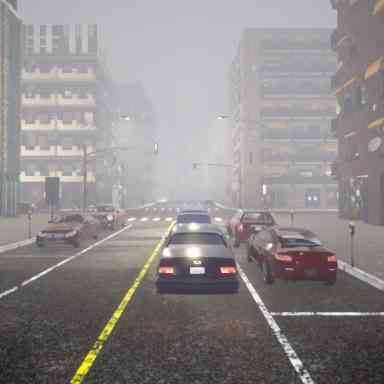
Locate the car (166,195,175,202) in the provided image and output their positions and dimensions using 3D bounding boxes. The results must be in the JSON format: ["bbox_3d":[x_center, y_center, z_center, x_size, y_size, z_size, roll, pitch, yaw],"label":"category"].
[{"bbox_3d":[-5.274,1.554,81.208,1.887,1.381,4.507,1,0,0],"label":"car"}]

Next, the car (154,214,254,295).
[{"bbox_3d":[0.104,1.549,8.887,2.033,1.411,5.357,0,0,0],"label":"car"}]

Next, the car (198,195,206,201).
[{"bbox_3d":[2.609,1.560,86.905,2.008,1.369,4.403,1,0,0],"label":"car"}]

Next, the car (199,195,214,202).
[{"bbox_3d":[2.595,1.558,52.880,2.008,1.369,4.403,1,0,0],"label":"car"}]

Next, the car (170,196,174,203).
[{"bbox_3d":[-5.278,1.534,69.696,1.752,1.417,4.829,1,0,0],"label":"car"}]

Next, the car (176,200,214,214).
[{"bbox_3d":[0.100,1.482,19.529,1.882,1.535,5.008,0,0,0],"label":"car"}]

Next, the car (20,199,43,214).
[{"bbox_3d":[-17.549,1.240,31.827,5.009,1.841,2.192,0,-1,0],"label":"car"}]

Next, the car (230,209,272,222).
[{"bbox_3d":[2.581,1.443,14.781,1.967,1.590,4.097,1,0,0],"label":"car"}]

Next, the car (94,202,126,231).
[{"bbox_3d":[-5.305,1.444,20.311,1.967,1.590,4.097,1,0,0],"label":"car"}]

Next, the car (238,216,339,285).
[{"bbox_3d":[2.577,1.584,9.231,1.802,1.307,4.206,1,0,0],"label":"car"}]

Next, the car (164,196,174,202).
[{"bbox_3d":[-5.276,1.575,75.537,1.947,1.339,4.313,1,0,0],"label":"car"}]

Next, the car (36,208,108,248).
[{"bbox_3d":[-5.305,1.585,14.762,1.802,1.307,4.206,1,0,0],"label":"car"}]

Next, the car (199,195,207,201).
[{"bbox_3d":[2.607,1.554,81.235,1.887,1.381,4.507,1,0,0],"label":"car"}]

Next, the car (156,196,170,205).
[{"bbox_3d":[-5.283,1.533,58.354,1.752,1.417,4.829,1,0,0],"label":"car"}]

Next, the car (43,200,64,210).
[{"bbox_3d":[-17.608,1.589,39.703,4.313,1.339,1.947,0,-1,0],"label":"car"}]
